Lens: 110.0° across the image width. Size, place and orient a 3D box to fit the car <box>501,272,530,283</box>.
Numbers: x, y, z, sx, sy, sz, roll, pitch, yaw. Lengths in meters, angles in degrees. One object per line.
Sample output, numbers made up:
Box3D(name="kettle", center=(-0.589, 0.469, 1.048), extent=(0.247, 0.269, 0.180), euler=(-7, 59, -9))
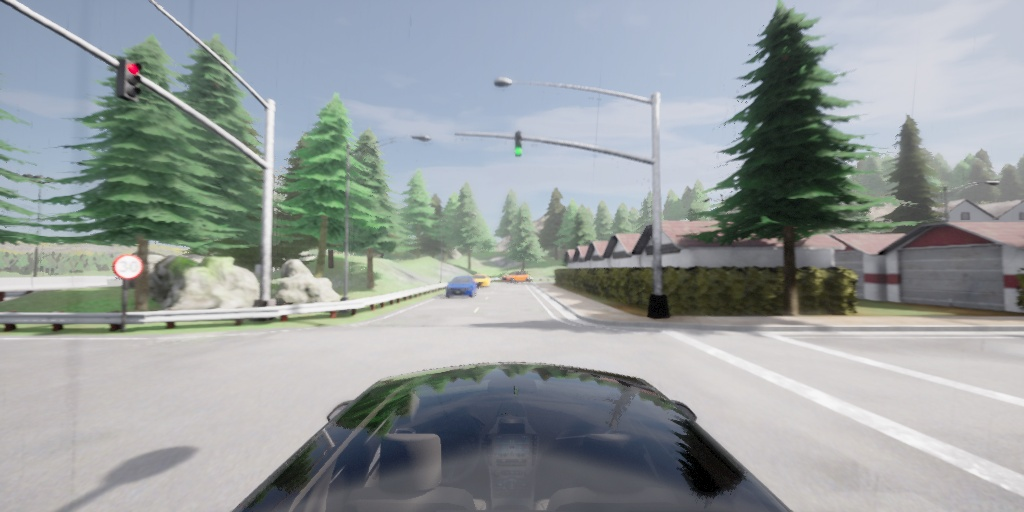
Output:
Box3D(name="car", center=(0.538, 3.140, 53.982), extent=(4.553, 1.767, 2.097), euler=(2, -3, -38))

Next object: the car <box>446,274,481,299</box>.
Box3D(name="car", center=(-3.584, 2.215, 26.167), extent=(1.882, 1.535, 5.008), euler=(0, -2, -1))

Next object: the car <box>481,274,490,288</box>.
Box3D(name="car", center=(-3.506, 2.734, 39.721), extent=(1.882, 1.535, 5.008), euler=(0, -1, 1))
